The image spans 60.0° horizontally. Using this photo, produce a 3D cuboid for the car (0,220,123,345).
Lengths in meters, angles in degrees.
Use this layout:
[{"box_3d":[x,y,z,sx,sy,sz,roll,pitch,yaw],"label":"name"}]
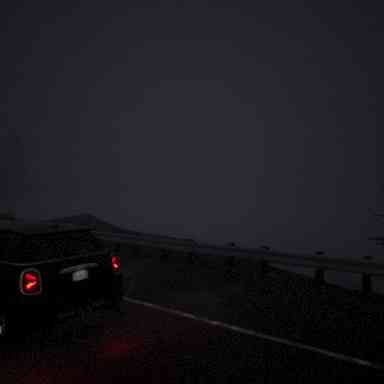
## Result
[{"box_3d":[-3.522,1.386,6.694,4.553,1.767,2.097,0,0,37],"label":"car"}]
